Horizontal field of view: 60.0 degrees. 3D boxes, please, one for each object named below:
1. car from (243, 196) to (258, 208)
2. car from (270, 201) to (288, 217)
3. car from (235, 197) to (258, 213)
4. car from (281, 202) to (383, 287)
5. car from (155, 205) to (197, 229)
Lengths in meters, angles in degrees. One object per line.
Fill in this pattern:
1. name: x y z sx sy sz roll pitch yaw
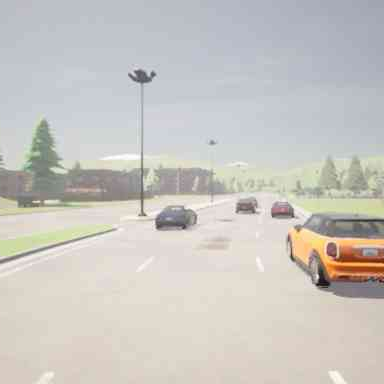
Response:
1. car: 8.416 1.392 47.640 1.882 1.535 5.008 0 0 13
2. car: 8.159 1.508 30.222 1.994 1.385 4.181 0 0 13
3. car: 5.745 1.414 35.485 1.882 1.535 5.008 0 0 13
4. car: 4.056 1.334 9.308 2.097 1.767 4.553 0 0 5
5. car: -0.924 1.528 21.315 1.994 1.385 4.181 0 0 11
